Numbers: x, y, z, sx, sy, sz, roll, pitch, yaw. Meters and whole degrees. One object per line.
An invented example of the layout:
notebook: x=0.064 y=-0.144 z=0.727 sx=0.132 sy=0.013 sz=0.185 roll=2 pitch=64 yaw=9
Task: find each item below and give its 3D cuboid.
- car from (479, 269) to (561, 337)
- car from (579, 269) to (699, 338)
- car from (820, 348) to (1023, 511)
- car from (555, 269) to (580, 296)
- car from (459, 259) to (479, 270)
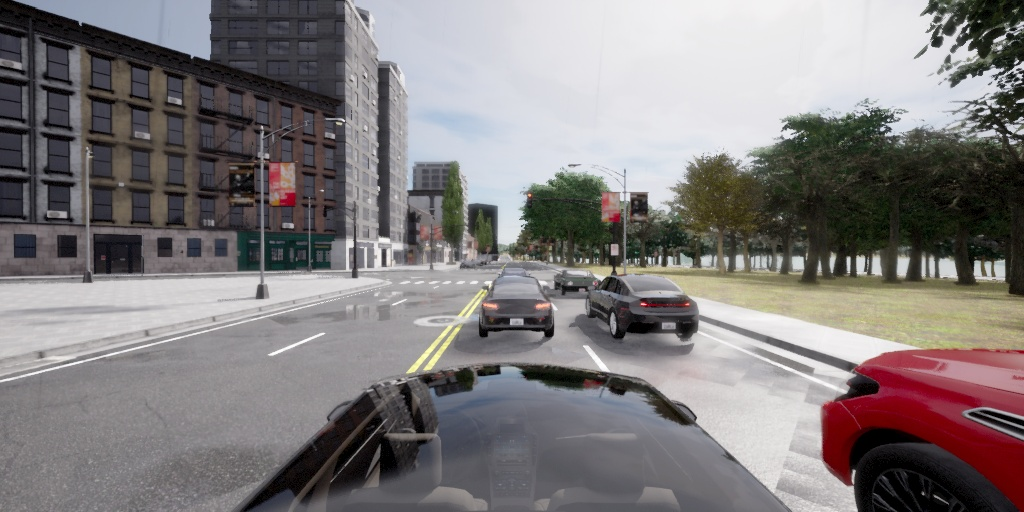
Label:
car: x=0.116 y=1.274 z=10.136 sx=1.812 sy=1.442 sz=4.674 roll=0 pitch=0 yaw=0
car: x=3.363 y=1.253 z=10.098 sx=1.837 sy=1.490 sz=4.892 roll=0 pitch=0 yaw=0
car: x=3.348 y=0.972 z=0.235 sx=2.150 sy=2.045 sz=5.566 roll=0 pitch=0 yaw=0
car: x=3.379 y=1.347 z=19.411 sx=1.895 sy=1.301 sz=4.718 roll=0 pitch=0 yaw=0
car: x=-6.510 y=1.299 z=52.715 sx=1.994 sy=1.385 sz=4.181 roll=0 pitch=0 yaw=0
